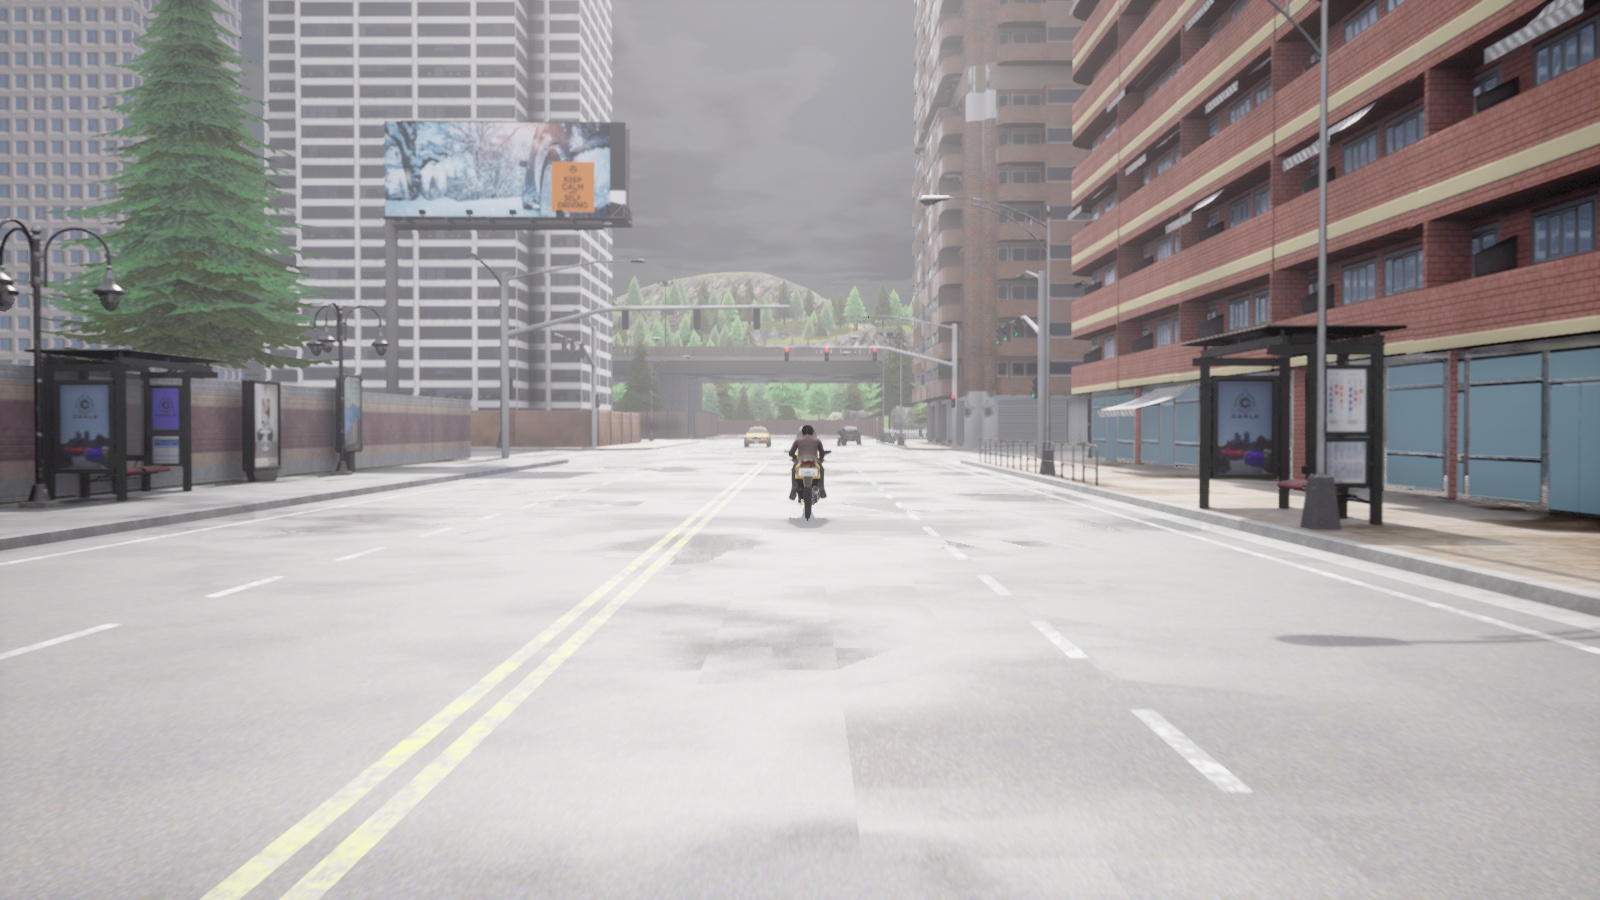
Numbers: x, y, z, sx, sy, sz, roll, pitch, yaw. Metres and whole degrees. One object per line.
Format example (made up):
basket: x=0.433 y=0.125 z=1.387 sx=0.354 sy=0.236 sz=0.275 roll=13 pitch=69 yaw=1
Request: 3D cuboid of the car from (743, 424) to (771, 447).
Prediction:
car: x=-3.015 y=-1.036 z=89.944 sx=1.801 sy=1.575 sz=5.366 roll=0 pitch=1 yaw=0

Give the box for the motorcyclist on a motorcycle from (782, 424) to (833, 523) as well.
motorcyclist on a motorcycle: x=0.123 y=0.342 z=20.461 sx=0.797 sy=1.523 sz=2.044 roll=0 pitch=1 yaw=0
